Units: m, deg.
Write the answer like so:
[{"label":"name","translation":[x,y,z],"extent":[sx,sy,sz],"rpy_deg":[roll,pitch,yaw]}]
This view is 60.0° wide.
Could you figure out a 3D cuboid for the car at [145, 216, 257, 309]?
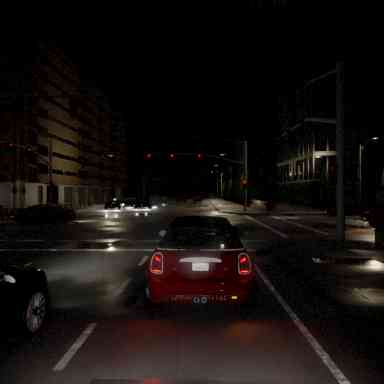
[{"label":"car","translation":[0.218,1.352,8.043],"extent":[2.097,1.767,4.553],"rpy_deg":[0,0,2]}]

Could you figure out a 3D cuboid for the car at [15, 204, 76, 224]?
[{"label":"car","translation":[-10.912,1.591,24.913],"extent":[4.181,1.385,1.994],"rpy_deg":[0,0,-22]}]

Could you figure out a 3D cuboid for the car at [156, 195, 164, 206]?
[{"label":"car","translation":[-6.415,1.491,54.963],"extent":[2.128,1.511,4.902],"rpy_deg":[0,0,2]}]

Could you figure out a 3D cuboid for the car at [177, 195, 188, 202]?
[{"label":"car","translation":[-2.267,1.541,73.353],"extent":[2.033,1.411,5.357],"rpy_deg":[0,0,2]}]

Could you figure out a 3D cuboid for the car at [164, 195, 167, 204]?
[{"label":"car","translation":[-6.080,1.352,64.767],"extent":[2.097,1.767,4.553],"rpy_deg":[0,0,2]}]

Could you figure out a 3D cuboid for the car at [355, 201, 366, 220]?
[{"label":"car","translation":[14.217,1.560,22.760],"extent":[4.892,1.490,1.837],"rpy_deg":[0,0,1]}]

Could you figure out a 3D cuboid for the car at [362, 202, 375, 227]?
[{"label":"car","translation":[13.008,1.533,19.284],"extent":[5.008,1.535,1.882],"rpy_deg":[0,0,1]}]

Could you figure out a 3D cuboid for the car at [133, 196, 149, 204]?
[{"label":"car","translation":[-9.645,1.491,62.970],"extent":[2.128,1.511,4.902],"rpy_deg":[0,0,2]}]

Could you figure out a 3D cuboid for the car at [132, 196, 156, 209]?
[{"label":"car","translation":[-6.639,1.564,46.072],"extent":[1.994,1.385,4.181],"rpy_deg":[0,0,1]}]

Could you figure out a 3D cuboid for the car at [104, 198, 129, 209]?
[{"label":"car","translation":[-10.169,1.564,44.076],"extent":[1.994,1.385,4.181],"rpy_deg":[0,0,1]}]

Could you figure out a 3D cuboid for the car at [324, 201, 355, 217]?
[{"label":"car","translation":[14.500,1.547,29.957],"extent":[4.902,1.511,2.128],"rpy_deg":[0,0,1]}]

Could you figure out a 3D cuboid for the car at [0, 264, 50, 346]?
[{"label":"car","translation":[-3.397,1.492,3.814],"extent":[2.128,1.511,4.902],"rpy_deg":[0,0,1]}]

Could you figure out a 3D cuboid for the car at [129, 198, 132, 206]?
[{"label":"car","translation":[-9.981,1.601,52.878],"extent":[1.895,1.301,4.718],"rpy_deg":[0,0,2]}]

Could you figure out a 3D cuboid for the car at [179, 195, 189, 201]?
[{"label":"car","translation":[-1.967,1.525,84.010],"extent":[2.128,1.511,4.902],"rpy_deg":[0,0,2]}]

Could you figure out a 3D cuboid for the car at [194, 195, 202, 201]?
[{"label":"car","translation":[1.532,1.477,83.918],"extent":[1.882,1.535,5.008],"rpy_deg":[0,0,2]}]

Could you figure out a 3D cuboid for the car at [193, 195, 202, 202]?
[{"label":"car","translation":[1.233,1.478,73.764],"extent":[1.882,1.535,5.008],"rpy_deg":[0,0,2]}]
